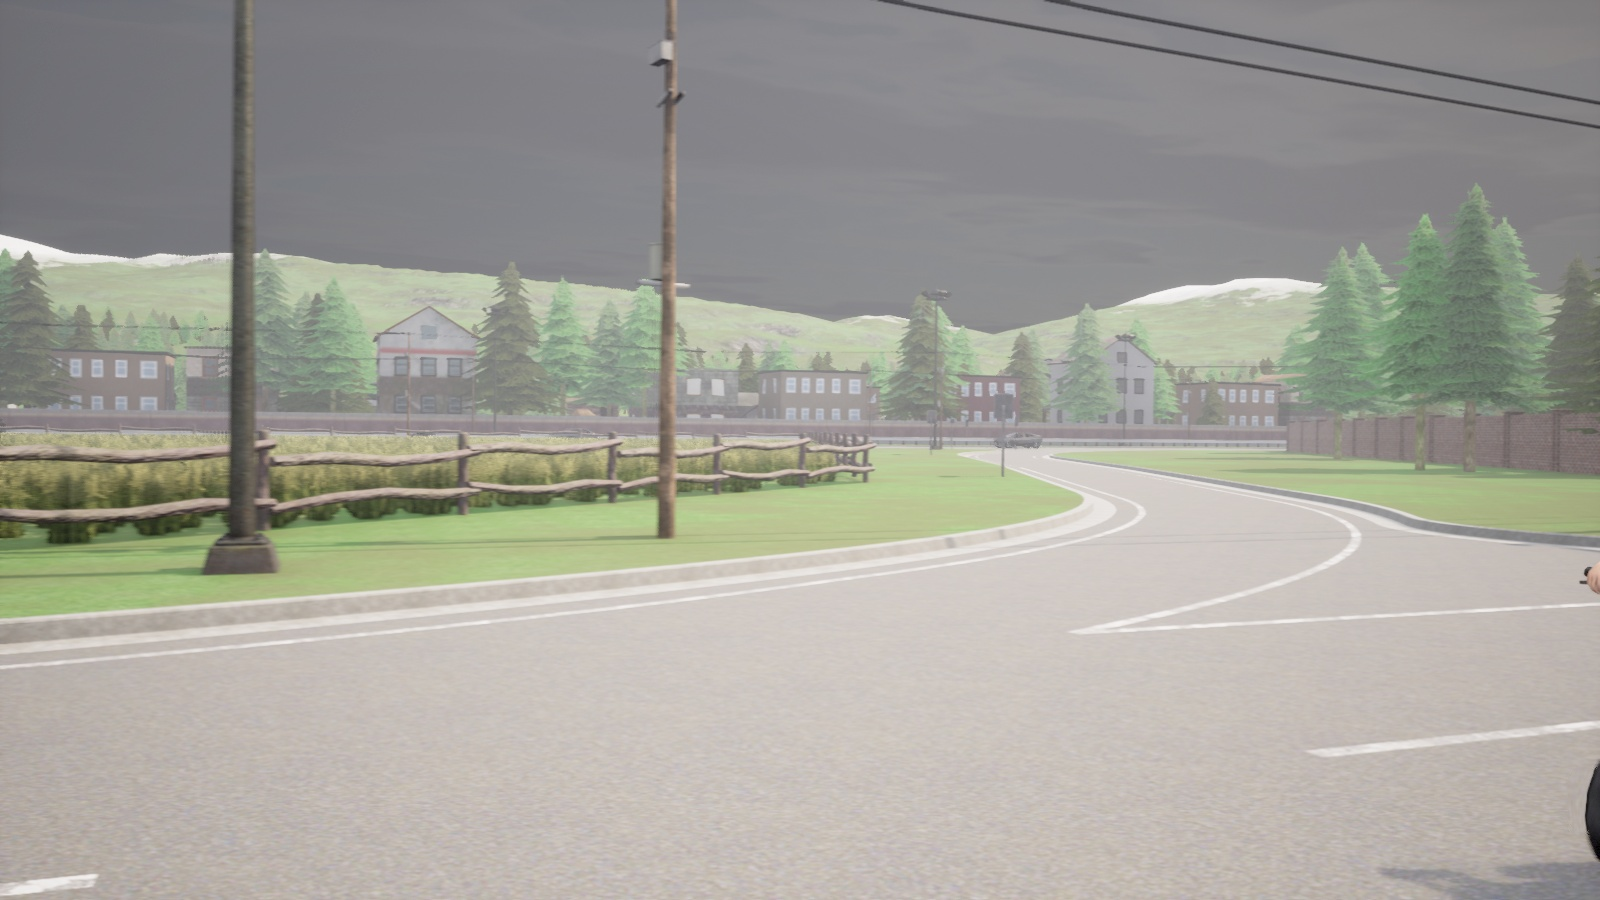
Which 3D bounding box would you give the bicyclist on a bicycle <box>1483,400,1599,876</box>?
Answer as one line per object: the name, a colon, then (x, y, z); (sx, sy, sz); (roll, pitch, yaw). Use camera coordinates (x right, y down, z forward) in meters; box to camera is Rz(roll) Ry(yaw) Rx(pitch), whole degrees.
bicyclist on a bicycle: (3.398, 0.624, 4.524); (1.509, 1.612, 0.866); (-1, 1, -21)
